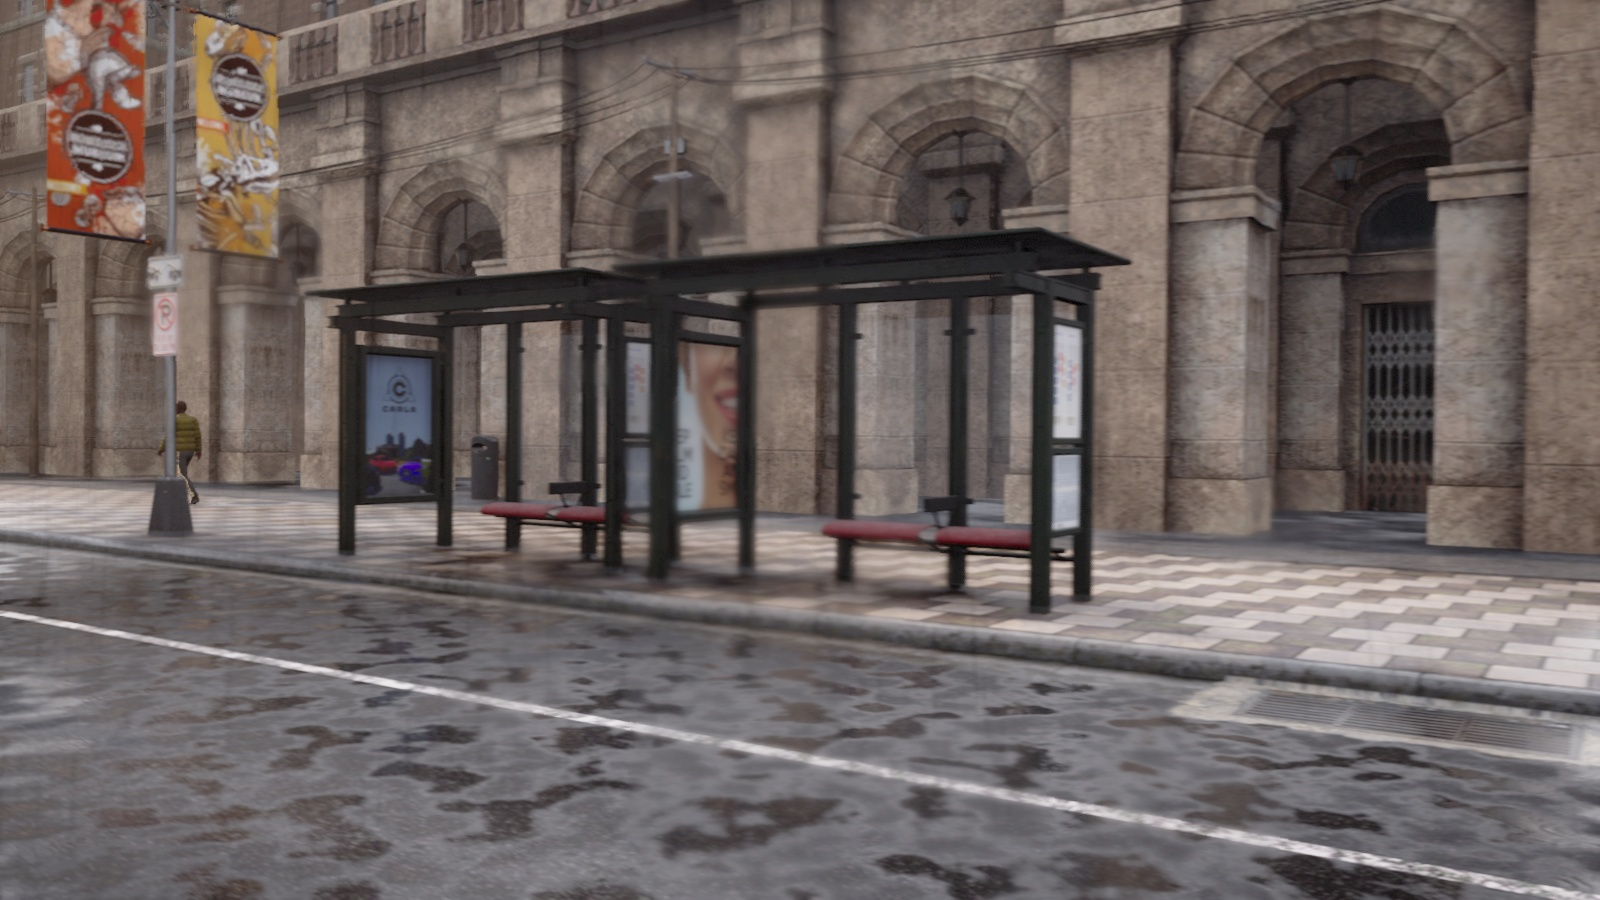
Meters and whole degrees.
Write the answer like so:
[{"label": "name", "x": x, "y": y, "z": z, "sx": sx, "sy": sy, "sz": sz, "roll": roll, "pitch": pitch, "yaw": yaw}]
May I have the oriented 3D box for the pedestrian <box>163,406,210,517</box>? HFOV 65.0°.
[{"label": "pedestrian", "x": -10.324, "y": 0.193, "z": 21.132, "sx": 0.726, "sy": 1.835, "sz": 0.370, "roll": 0, "pitch": 1, "yaw": 34}]
